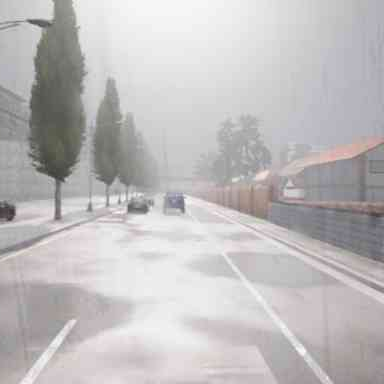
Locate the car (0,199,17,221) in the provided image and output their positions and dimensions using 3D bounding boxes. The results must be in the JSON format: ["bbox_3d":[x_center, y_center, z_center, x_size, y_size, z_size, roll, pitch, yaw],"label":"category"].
[{"bbox_3d":[-12.661,1.195,20.540,2.128,1.511,4.902,1,0,-3],"label":"car"}]

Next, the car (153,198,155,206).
[{"bbox_3d":[-6.125,1.275,46.121,1.895,1.301,4.718,1,0,-3],"label":"car"}]

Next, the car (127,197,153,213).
[{"bbox_3d":[-5.348,1.309,33.575,1.994,1.385,4.181,1,0,-3],"label":"car"}]

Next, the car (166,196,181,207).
[{"bbox_3d":[-2.643,1.306,46.538,1.994,1.385,4.181,1,0,-3],"label":"car"}]

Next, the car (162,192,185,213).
[{"bbox_3d":[-1.852,1.030,34.025,2.150,2.045,5.566,1,0,-4],"label":"car"}]
